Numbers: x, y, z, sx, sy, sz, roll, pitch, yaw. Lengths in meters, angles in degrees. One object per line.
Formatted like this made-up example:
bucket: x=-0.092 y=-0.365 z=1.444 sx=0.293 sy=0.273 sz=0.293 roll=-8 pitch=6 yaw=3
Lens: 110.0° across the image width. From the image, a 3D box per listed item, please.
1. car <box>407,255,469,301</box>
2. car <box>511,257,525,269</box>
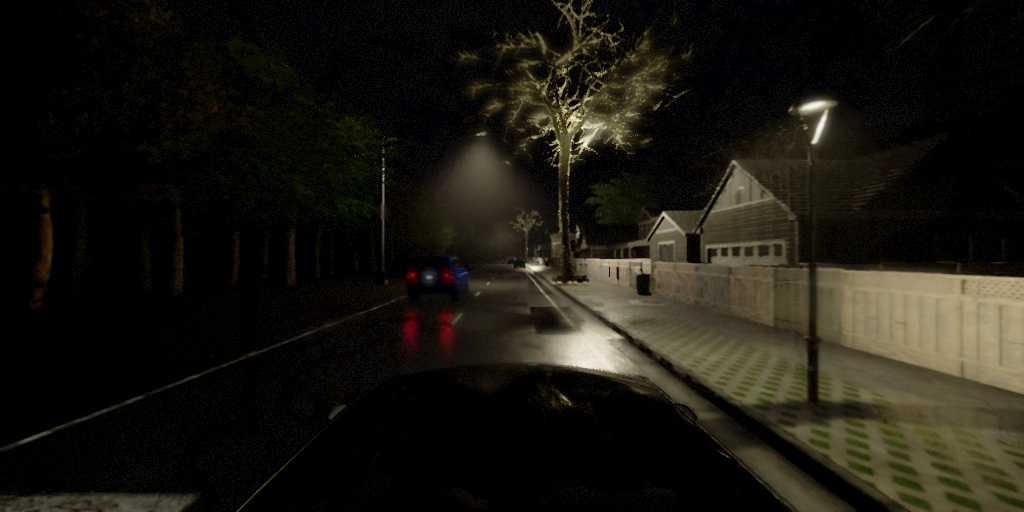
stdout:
car: x=-3.400 y=0.977 z=17.384 sx=2.150 sy=2.045 sz=5.566 roll=0 pitch=0 yaw=0
car: x=1.222 y=1.305 z=58.939 sx=1.837 sy=1.490 sz=4.892 roll=0 pitch=0 yaw=0
